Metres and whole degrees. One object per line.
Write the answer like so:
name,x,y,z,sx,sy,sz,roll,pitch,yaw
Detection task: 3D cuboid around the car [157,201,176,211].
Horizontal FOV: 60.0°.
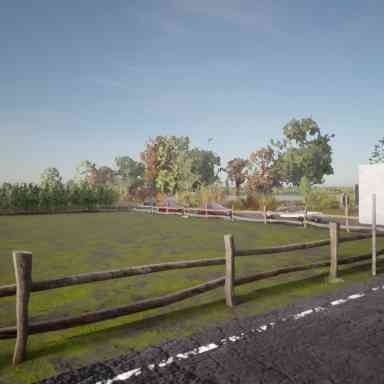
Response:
car,-4.111,2.113,52.734,1.812,1.442,4.674,-1,-1,-22

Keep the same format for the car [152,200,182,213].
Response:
car,-3.058,1.983,43.668,1.882,1.535,5.008,-1,0,-29

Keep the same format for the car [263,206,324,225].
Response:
car,8.063,1.833,26.783,1.895,1.301,4.718,-1,0,-35

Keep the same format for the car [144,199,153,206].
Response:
car,-8.605,2.254,67.435,2.128,1.511,4.902,0,0,-19

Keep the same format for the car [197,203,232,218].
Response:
car,2.299,1.898,35.097,1.812,1.442,4.674,-1,0,-34
